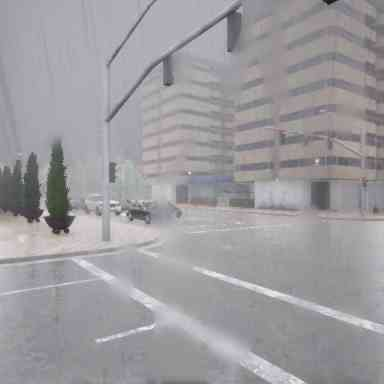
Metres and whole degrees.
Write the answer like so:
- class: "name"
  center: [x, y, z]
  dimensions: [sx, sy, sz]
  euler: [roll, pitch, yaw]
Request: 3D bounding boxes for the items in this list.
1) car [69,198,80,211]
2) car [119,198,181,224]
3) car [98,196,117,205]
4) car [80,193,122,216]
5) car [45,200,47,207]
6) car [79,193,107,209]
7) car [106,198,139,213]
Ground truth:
- class: "car"
  center: [-14.506, 1.526, 40.826]
  dimensions: [1.812, 1.442, 4.674]
  euler: [0, 0, -35]
- class: "car"
  center: [-3.241, 1.491, 24.710]
  dimensions: [2.128, 1.511, 4.902]
  euler: [0, 0, -35]
- class: "car"
  center: [-15.465, 1.526, 60.874]
  dimensions: [1.812, 1.442, 4.674]
  euler: [0, 0, -35]
- class: "car"
  center: [-8.894, 1.222, 32.798]
  dimensions: [2.150, 2.045, 5.566]
  euler: [0, 0, -35]
- class: "car"
  center: [-20.475, 1.478, 49.455]
  dimensions: [1.882, 1.535, 5.008]
  euler: [0, 0, -34]
- class: "car"
  center: [-13.759, 1.221, 45.914]
  dimensions: [2.150, 2.045, 5.566]
  euler: [0, 0, -34]
- class: "car"
  center: [-7.859, 1.505, 37.431]
  dimensions: [1.837, 1.490, 4.892]
  euler: [0, 0, -35]
